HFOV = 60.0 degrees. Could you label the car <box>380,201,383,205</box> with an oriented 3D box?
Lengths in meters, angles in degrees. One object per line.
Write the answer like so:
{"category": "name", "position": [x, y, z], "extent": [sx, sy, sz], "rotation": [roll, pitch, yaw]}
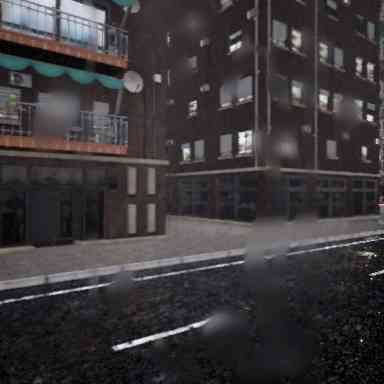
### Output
{"category": "car", "position": [24.782, 1.885, 45.335], "extent": [1.887, 1.381, 4.507], "rotation": [-1, 0, -36]}
